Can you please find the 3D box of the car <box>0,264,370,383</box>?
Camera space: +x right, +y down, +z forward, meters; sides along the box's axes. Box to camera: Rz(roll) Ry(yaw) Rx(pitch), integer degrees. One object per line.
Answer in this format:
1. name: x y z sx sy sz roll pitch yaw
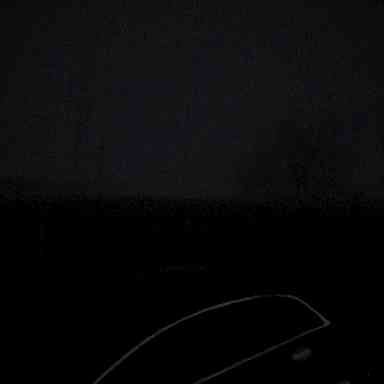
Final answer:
1. car: -0.383 1.512 2.799 4.892 1.490 1.837 0 0 -36
